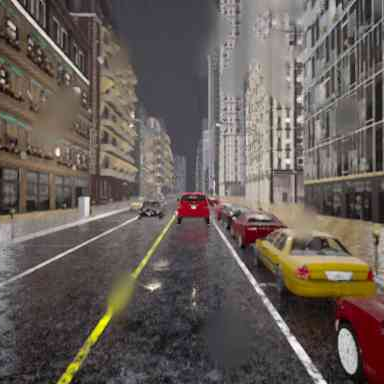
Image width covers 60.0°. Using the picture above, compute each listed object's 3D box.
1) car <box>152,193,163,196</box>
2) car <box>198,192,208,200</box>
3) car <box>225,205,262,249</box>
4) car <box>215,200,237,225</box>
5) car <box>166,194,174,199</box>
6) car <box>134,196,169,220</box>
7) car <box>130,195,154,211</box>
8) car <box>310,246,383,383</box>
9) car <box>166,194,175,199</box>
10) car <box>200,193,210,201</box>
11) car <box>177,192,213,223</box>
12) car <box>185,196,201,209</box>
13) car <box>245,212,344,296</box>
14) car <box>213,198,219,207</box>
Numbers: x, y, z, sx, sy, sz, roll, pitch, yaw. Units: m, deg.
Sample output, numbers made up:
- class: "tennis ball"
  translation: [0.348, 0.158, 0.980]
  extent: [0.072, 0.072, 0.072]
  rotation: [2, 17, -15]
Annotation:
- class: "car"
  translation: [-5.654, 1.170, 48.202]
  extent: [1.967, 1.590, 4.097]
  rotation: [1, 0, 0]
- class: "car"
  translation: [2.708, 0.885, 82.270]
  extent: [2.192, 1.841, 5.009]
  rotation: [1, 0, 0]
- class: "car"
  translation: [2.677, 1.461, 13.893]
  extent: [1.887, 1.381, 4.507]
  rotation: [1, 0, 0]
- class: "car"
  translation: [2.680, 1.434, 19.590]
  extent: [2.008, 1.369, 4.403]
  rotation: [1, 0, 0]
- class: "car"
  translation: [-5.644, 1.152, 82.387]
  extent: [1.802, 1.307, 4.206]
  rotation: [1, 0, 0]
- class: "car"
  translation: [-3.088, 1.351, 26.310]
  extent: [1.837, 1.490, 4.892]
  rotation: [0, 0, 0]
- class: "car"
  translation: [-5.660, 1.315, 36.638]
  extent: [1.752, 1.417, 4.829]
  rotation: [1, 0, 0]
- class: "car"
  translation: [2.673, 1.529, 2.496]
  extent: [1.887, 1.381, 4.507]
  rotation: [1, 0, 0]
- class: "car"
  translation: [-5.641, 1.114, 88.084]
  extent: [1.947, 1.339, 4.313]
  rotation: [1, 0, 0]
- class: "car"
  translation: [2.701, 1.060, 70.872]
  extent: [1.967, 1.590, 4.097]
  rotation: [1, 0, 0]
- class: "car"
  translation: [0.109, 1.080, 23.879]
  extent: [2.150, 2.045, 5.566]
  rotation: [0, 0, 0]
- class: "car"
  translation: [0.117, 1.270, 41.447]
  extent: [1.837, 1.490, 4.892]
  rotation: [0, 1, 0]
- class: "car"
  translation: [2.676, 1.474, 8.365]
  extent: [1.752, 1.417, 4.829]
  rotation: [1, 0, 0]
- class: "car"
  translation: [2.682, 1.396, 25.288]
  extent: [1.887, 1.381, 4.507]
  rotation: [1, 0, 0]
